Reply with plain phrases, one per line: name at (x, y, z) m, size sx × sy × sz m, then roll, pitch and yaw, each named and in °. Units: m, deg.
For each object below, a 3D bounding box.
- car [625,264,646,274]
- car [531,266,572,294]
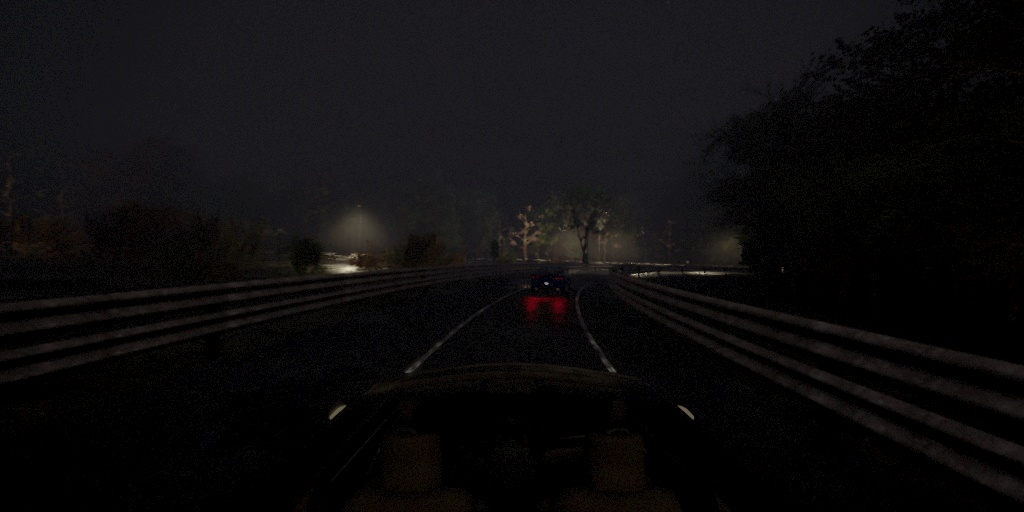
car at (18.681, 1.962, 54.159) m, size 2.128 × 1.511 × 4.902 m, roll 2°, pitch 0°, yaw 39°
car at (2.450, 1.330, 21.297) m, size 1.882 × 1.535 × 5.008 m, roll 1°, pitch -1°, yaw 15°
